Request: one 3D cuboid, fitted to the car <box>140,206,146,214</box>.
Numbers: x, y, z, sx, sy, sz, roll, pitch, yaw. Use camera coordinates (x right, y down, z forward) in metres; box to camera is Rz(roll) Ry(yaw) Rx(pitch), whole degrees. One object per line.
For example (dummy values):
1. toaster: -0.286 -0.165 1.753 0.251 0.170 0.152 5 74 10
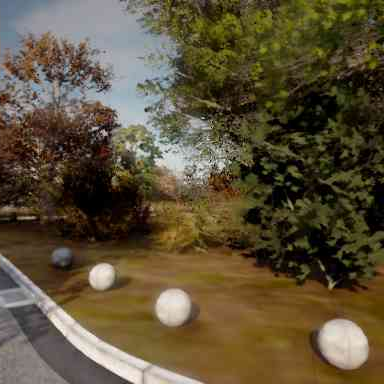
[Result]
1. car: -8.207 2.588 46.328 4.902 1.511 2.128 2 -3 -38
